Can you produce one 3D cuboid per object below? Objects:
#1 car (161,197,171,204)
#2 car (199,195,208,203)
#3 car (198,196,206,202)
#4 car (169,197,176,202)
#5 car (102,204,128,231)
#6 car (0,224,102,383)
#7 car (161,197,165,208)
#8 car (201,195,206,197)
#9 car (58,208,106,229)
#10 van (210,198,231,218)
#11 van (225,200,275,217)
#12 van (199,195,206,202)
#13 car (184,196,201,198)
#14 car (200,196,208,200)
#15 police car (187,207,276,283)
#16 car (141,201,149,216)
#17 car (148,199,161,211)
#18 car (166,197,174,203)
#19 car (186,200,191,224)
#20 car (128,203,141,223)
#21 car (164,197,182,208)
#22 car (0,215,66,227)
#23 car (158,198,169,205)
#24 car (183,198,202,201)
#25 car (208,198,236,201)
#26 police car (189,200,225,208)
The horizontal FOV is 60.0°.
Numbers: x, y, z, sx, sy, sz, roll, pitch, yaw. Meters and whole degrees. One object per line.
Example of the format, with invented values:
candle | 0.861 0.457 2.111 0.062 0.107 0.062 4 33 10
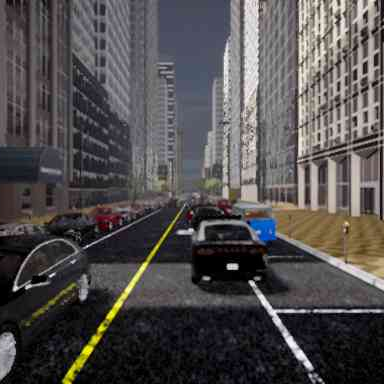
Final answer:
car | -5.599 1.851 72.408 1.967 1.590 4.097 -1 0 0
car | 2.796 1.789 83.765 2.192 1.841 5.009 -1 0 0
car | 2.813 1.977 95.131 1.967 1.590 4.097 -1 0 0
car | -5.567 2.103 95.142 1.947 1.339 4.313 -1 0 0
car | -5.669 1.666 21.255 1.887 1.381 4.507 -1 0 0
car | -3.094 1.536 5.353 1.837 1.490 4.892 0 0 0
car | -5.622 1.865 55.356 2.008 1.369 4.403 -1 0 0
car | 2.788 1.758 78.081 2.192 1.841 5.009 -1 0 0
car | -5.677 1.655 15.572 1.947 1.339 4.313 -1 0 0
van | 2.725 1.527 32.612 1.690 1.788 3.998 -1 0 0
van | 2.701 1.430 15.561 1.690 1.788 3.998 -1 0 0
van | 2.804 1.847 89.448 1.690 1.788 3.998 -1 0 0
car | 0.084 1.698 60.893 2.097 1.767 4.553 0 0 0
car | 2.759 1.866 55.345 2.008 1.369 4.403 -1 0 0
police car | 0.913 1.483 10.019 1.930 1.638 5.238 0 0 0
car | -5.653 1.768 32.622 1.802 1.307 4.206 -1 0 0
car | -5.638 1.801 43.990 2.008 1.369 4.403 -1 0 0
car | -5.583 1.998 83.605 1.752 1.417 4.829 -1 0 0
car | 0.678 1.626 26.008 1.882 1.535 5.008 0 0 7
car | -5.662 1.705 26.939 2.008 1.369 4.403 -1 0 0
car | -2.933 1.815 53.078 1.837 1.490 4.892 0 -1 0
car | -5.685 1.608 9.888 2.008 1.369 4.403 -1 0 0
car | -5.606 1.960 66.723 1.802 1.307 4.206 -1 0 0
car | 0.078 1.870 47.220 1.895 1.301 4.718 0 0 1
car | 2.717 1.469 26.929 2.192 1.841 5.009 -1 0 0
police car | 0.927 1.540 20.020 1.930 1.638 5.238 0 0 0
